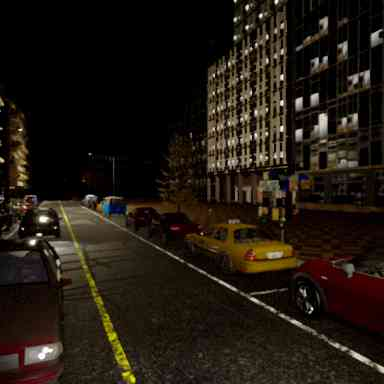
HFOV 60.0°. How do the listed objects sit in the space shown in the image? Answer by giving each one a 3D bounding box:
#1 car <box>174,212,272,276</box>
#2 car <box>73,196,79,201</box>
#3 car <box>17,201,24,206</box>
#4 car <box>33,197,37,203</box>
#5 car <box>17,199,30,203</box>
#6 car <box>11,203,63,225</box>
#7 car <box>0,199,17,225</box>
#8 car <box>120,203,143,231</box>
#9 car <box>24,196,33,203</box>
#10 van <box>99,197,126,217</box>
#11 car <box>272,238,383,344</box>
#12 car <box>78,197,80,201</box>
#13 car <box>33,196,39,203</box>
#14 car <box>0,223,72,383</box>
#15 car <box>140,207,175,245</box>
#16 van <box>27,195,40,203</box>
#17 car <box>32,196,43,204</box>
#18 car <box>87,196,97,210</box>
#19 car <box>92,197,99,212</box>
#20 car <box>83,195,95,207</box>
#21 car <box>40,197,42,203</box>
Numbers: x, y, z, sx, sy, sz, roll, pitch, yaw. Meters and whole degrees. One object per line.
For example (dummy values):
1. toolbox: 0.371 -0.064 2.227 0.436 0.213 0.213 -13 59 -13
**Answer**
1. car: 1.163 1.525 10.346 1.752 1.417 4.829 0 0 -22
2. car: -30.242 1.618 86.883 1.887 1.381 4.507 0 0 -22
3. car: -12.818 1.552 22.347 2.008 1.369 4.403 0 0 -22
4. car: -19.113 1.576 37.685 1.947 1.339 4.313 0 0 -22
5. car: -14.917 1.554 27.460 2.008 1.369 4.403 0 0 -22
6. car: -7.926 1.547 17.524 2.033 1.411 5.357 0 0 -22
7. car: -10.722 1.315 17.233 2.192 1.841 5.009 0 0 -22
8. car: -2.968 1.583 20.415 1.802 1.307 4.206 0 0 -22
9. car: -17.015 1.446 32.572 1.967 1.590 4.097 0 0 -22
10. van: -7.165 1.345 30.640 1.690 1.788 3.998 0 0 -22
11. car: 3.326 1.440 5.075 1.967 1.590 4.097 0 0 -22
12. car: -17.719 1.553 56.362 1.752 1.417 4.829 0 0 -22
13. car: -21.211 1.559 42.798 1.887 1.381 4.507 0 0 -22
14. car: -3.092 1.547 5.490 2.033 1.411 5.357 0 0 -22
15. car: -0.870 1.582 15.302 1.802 1.307 4.206 0 0 -22
16. van: -23.311 1.361 47.912 1.690 1.788 3.998 0 0 -22
17. car: -31.700 1.612 68.363 1.947 1.339 4.313 0 0 -22
18. car: -11.360 1.577 40.867 1.947 1.339 4.313 0 0 -22
19. car: -9.326 1.533 35.910 1.752 1.417 4.829 0 0 -22
20. car: -13.459 1.456 45.979 1.967 1.590 4.097 0 0 -22
21. car: -25.407 1.608 53.024 1.802 1.307 4.206 0 0 -22
